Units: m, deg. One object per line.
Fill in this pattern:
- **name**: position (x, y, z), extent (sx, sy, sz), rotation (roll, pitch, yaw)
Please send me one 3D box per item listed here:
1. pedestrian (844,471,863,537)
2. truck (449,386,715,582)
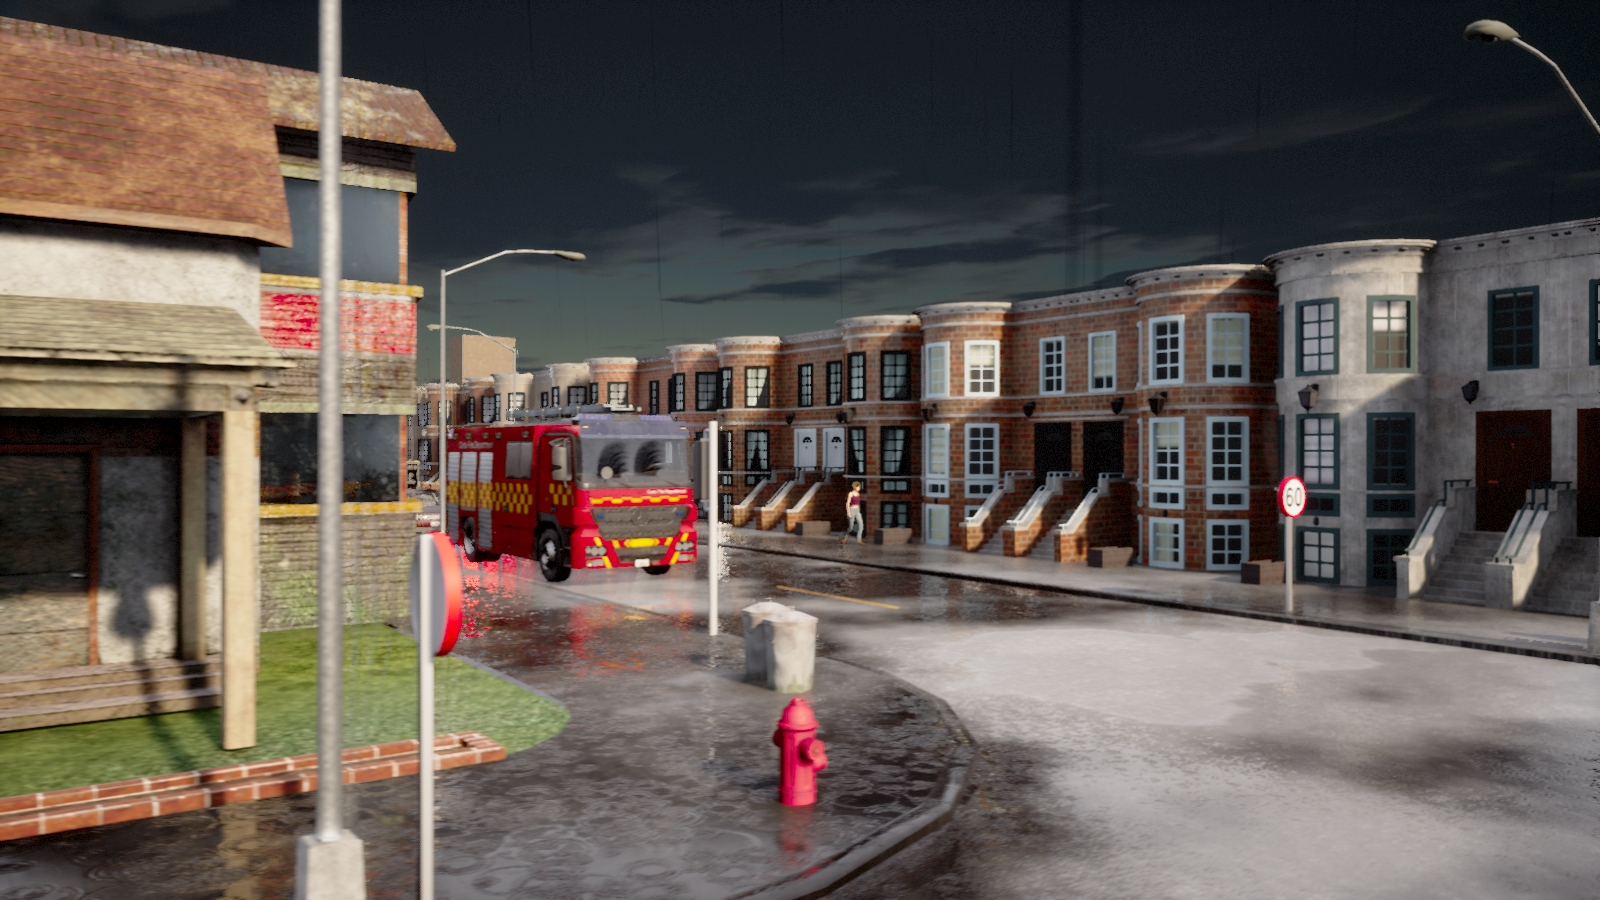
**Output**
- **pedestrian**: position (1.524, 1.524, 32.402), extent (0.375, 1.860, 0.375), rotation (0, 0, -40)
- **truck**: position (-5.394, 0.671, 26.715), extent (2.891, 3.827, 8.468), rotation (0, 0, -35)
